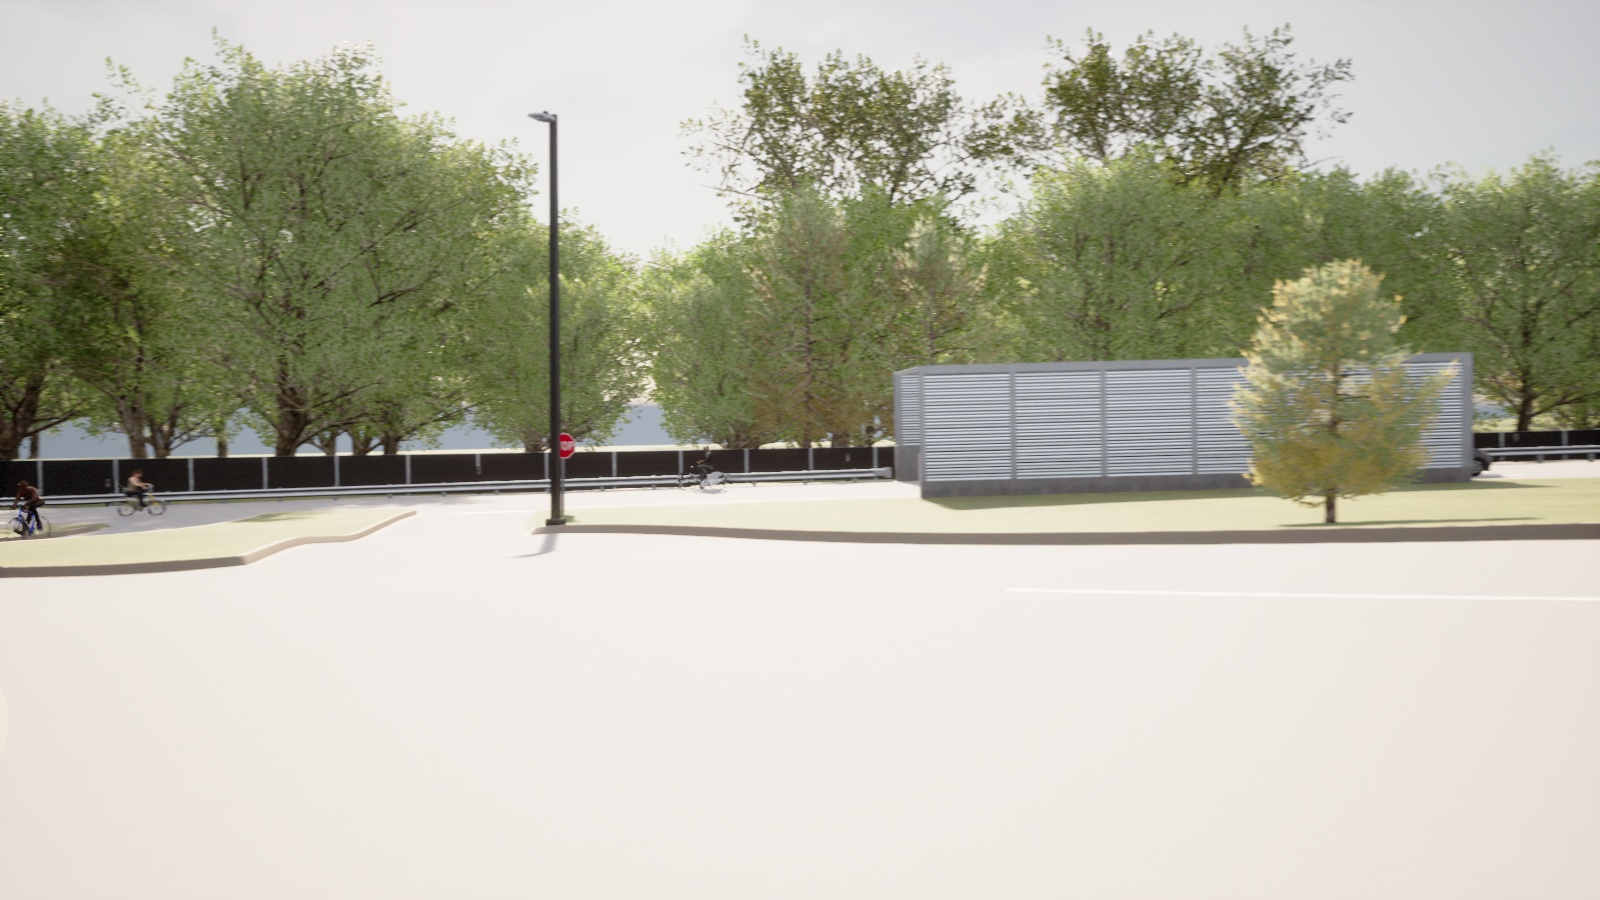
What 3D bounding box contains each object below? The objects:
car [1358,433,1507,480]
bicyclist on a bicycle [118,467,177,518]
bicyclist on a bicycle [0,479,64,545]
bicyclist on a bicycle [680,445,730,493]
[{"bbox_3d":[23.298,0.228,46.374,4.514,1.525,2.007,-2,3,-2],"label":"car"},{"bbox_3d":[-21.991,1.416,42.345,1.509,1.612,0.866,-1,2,-7],"label":"bicyclist on a bicycle"},{"bbox_3d":[-19.814,1.575,32.333,0.582,1.620,1.656,-3,-1,5],"label":"bicyclist on a bicycle"},{"bbox_3d":[-3.666,0.731,48.243,1.843,1.776,0.659,-1,2,-6],"label":"bicyclist on a bicycle"}]
